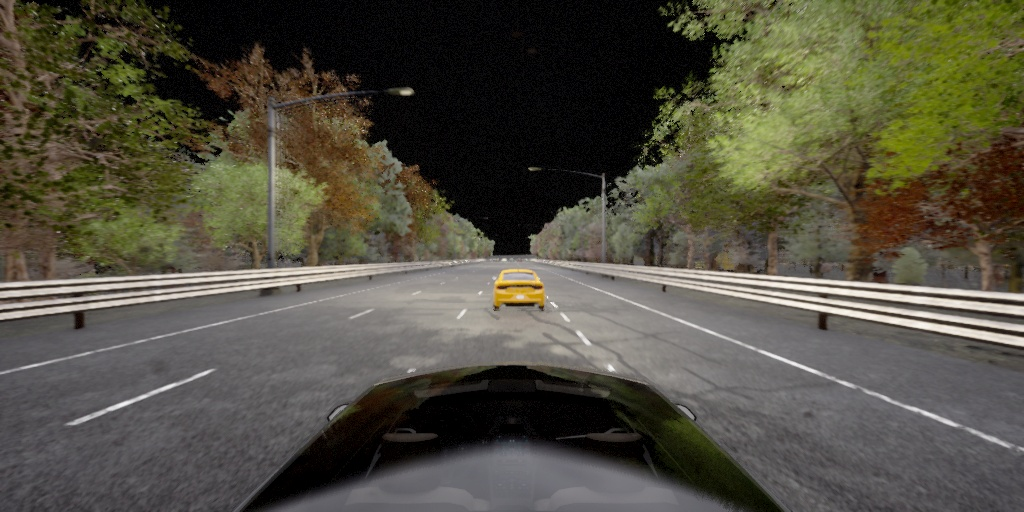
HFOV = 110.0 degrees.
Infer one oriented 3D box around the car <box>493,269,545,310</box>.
[{"bbox_3d":[0.235,1.292,14.895,1.882,1.535,5.008,0,0,-1],"label":"car"}]
